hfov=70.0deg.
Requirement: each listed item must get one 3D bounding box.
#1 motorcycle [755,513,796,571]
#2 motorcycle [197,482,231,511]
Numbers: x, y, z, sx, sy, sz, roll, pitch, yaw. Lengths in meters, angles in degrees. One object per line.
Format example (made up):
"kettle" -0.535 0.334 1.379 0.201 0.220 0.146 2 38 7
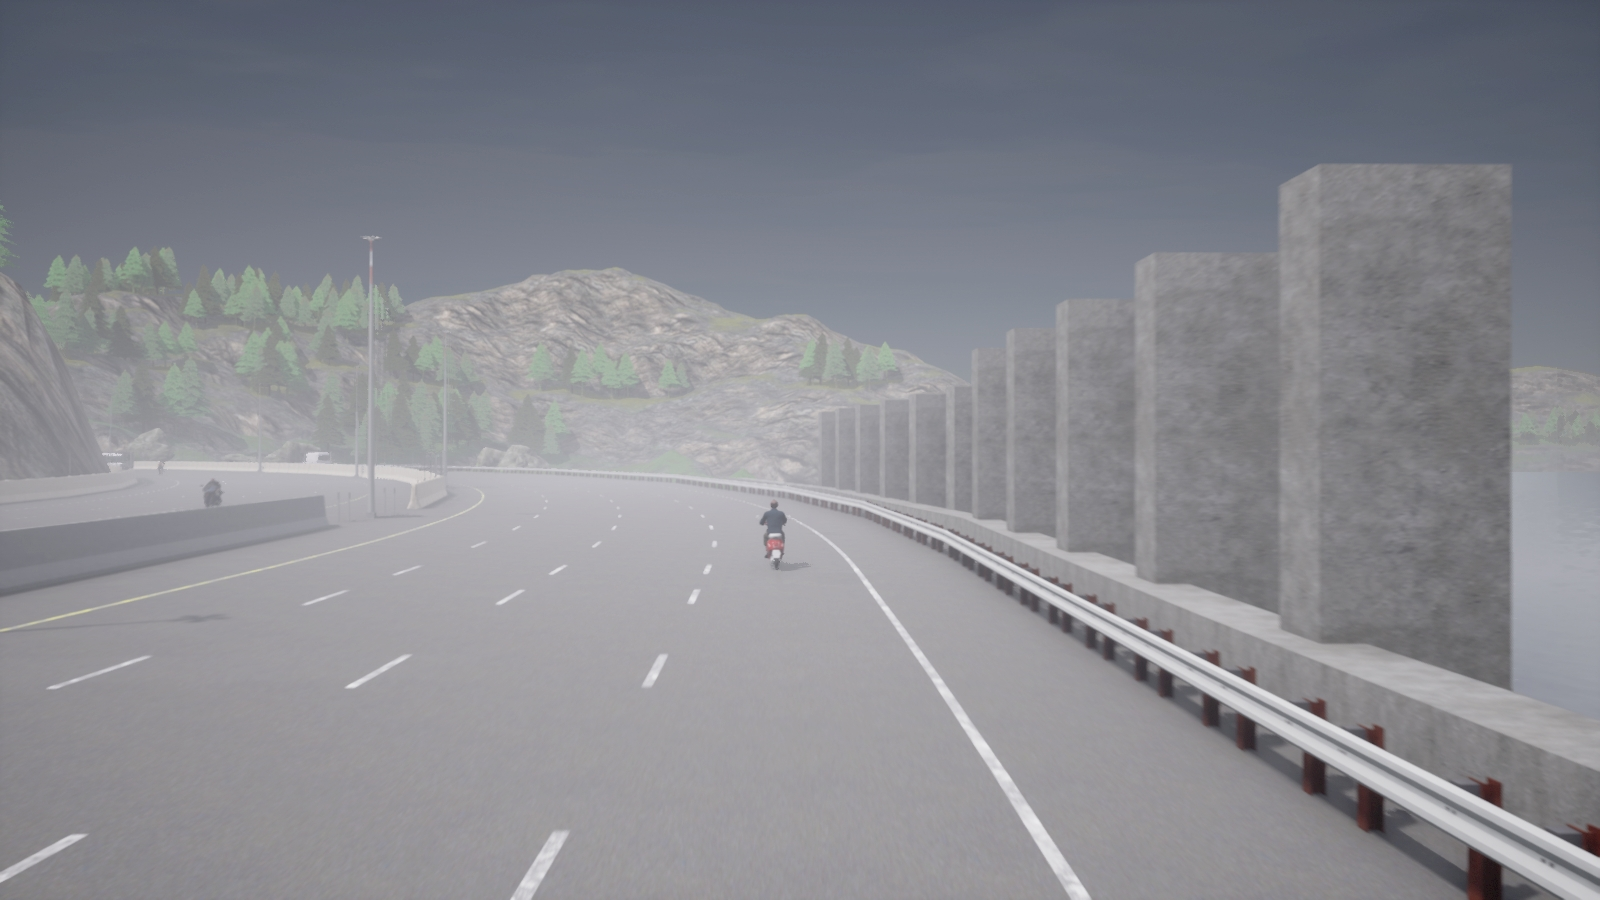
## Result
"motorcycle" -0.607 2.190 27.476 0.856 1.236 1.805 -1 0 -4
"motorcycle" -28.283 2.225 55.157 0.867 1.251 2.209 -1 0 -11
